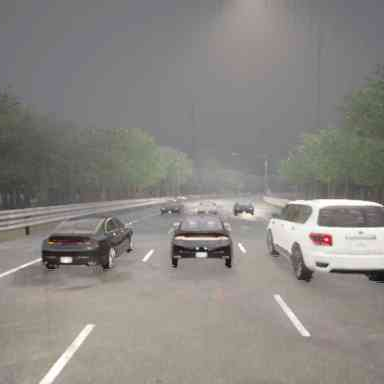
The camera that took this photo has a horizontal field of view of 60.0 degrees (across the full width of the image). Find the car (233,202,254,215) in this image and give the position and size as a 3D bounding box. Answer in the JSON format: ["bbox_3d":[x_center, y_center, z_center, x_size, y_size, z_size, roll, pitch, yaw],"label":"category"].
[{"bbox_3d":[5.139,1.622,33.647,1.895,1.301,4.718,0,0,5],"label":"car"}]

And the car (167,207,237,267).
[{"bbox_3d":[0.334,1.498,11.476,2.128,1.511,4.902,0,0,2],"label":"car"}]

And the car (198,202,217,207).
[{"bbox_3d":[1.620,1.618,33.579,1.895,1.301,4.718,0,0,5],"label":"car"}]

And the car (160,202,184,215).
[{"bbox_3d":[-1.893,1.615,33.565,1.895,1.301,4.718,0,0,5],"label":"car"}]

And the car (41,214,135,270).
[{"bbox_3d":[-3.183,1.508,11.025,1.837,1.490,4.892,0,0,2],"label":"car"}]

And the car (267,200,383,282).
[{"bbox_3d":[3.778,1.231,9.975,2.150,2.045,5.566,0,0,2],"label":"car"}]
